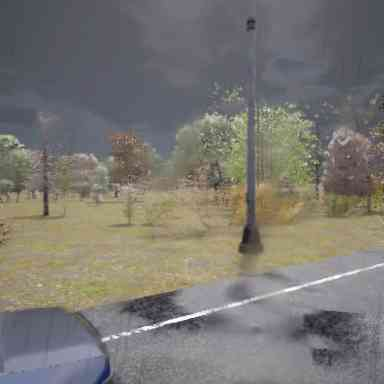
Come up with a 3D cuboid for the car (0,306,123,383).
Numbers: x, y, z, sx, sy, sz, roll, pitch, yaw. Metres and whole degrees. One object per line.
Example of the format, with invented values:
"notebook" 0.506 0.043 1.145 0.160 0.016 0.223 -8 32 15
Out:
"car" -3.079 1.550 1.811 5.357 1.411 2.033 0 0 -35
